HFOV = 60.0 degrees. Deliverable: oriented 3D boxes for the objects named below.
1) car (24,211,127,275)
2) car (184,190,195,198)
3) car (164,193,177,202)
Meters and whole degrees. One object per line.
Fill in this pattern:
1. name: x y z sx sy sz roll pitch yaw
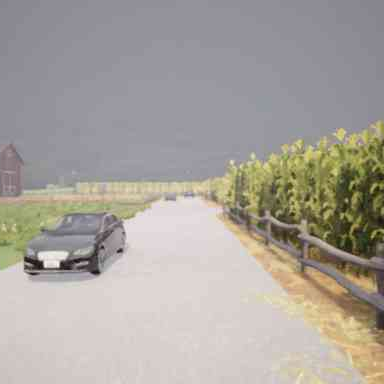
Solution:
1. car: -3.252 1.370 10.125 2.128 1.511 4.902 0 1 0
2. car: -0.512 0.373 69.903 2.097 1.767 4.553 0 1 0
3. car: -3.543 0.833 55.306 2.033 1.411 5.357 0 1 0
